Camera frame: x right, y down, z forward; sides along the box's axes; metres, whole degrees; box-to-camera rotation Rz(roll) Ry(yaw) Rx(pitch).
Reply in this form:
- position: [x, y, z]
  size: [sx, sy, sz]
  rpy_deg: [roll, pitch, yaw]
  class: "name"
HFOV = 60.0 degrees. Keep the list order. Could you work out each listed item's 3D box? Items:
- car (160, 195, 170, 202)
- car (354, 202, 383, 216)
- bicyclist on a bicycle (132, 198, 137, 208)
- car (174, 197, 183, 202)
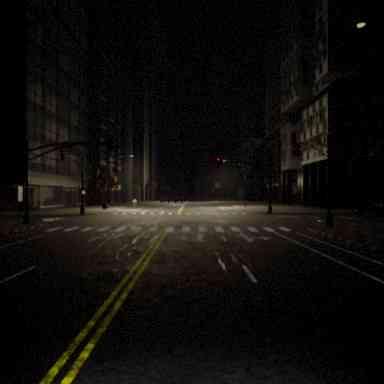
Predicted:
- position: [-6.538, 1.538, 80.866]
  size: [2.097, 1.767, 4.553]
  rpy_deg: [0, 0, 0]
  class: "car"
- position: [19.111, 1.736, 34.374]
  size: [4.403, 1.369, 2.008]
  rpy_deg: [0, 0, 0]
  class: "car"
- position: [-8.731, 1.778, 50.618]
  size: [0.866, 1.612, 1.509]
  rpy_deg: [0, 0, 0]
  class: "bicyclist on a bicycle"
- position: [-3.288, 1.777, 80.806]
  size: [1.895, 1.301, 4.718]
  rpy_deg: [0, 0, 0]
  class: "car"
